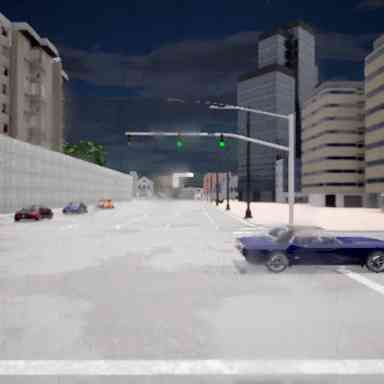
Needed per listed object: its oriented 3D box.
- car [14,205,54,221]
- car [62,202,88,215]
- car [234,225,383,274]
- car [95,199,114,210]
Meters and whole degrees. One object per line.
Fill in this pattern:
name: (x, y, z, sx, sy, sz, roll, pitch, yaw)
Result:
car: (-14.088, 1.862, 29.803, 1.994, 1.385, 4.181, 0, -1, 0)
car: (-14.088, 1.929, 40.348, 1.812, 1.442, 4.674, 0, -1, 0)
car: (3.782, 1.718, 10.375, 4.718, 1.301, 1.895, 0, -1, 0)
car: (-14.061, 1.888, 53.587, 2.097, 1.767, 4.553, 0, -1, 0)
